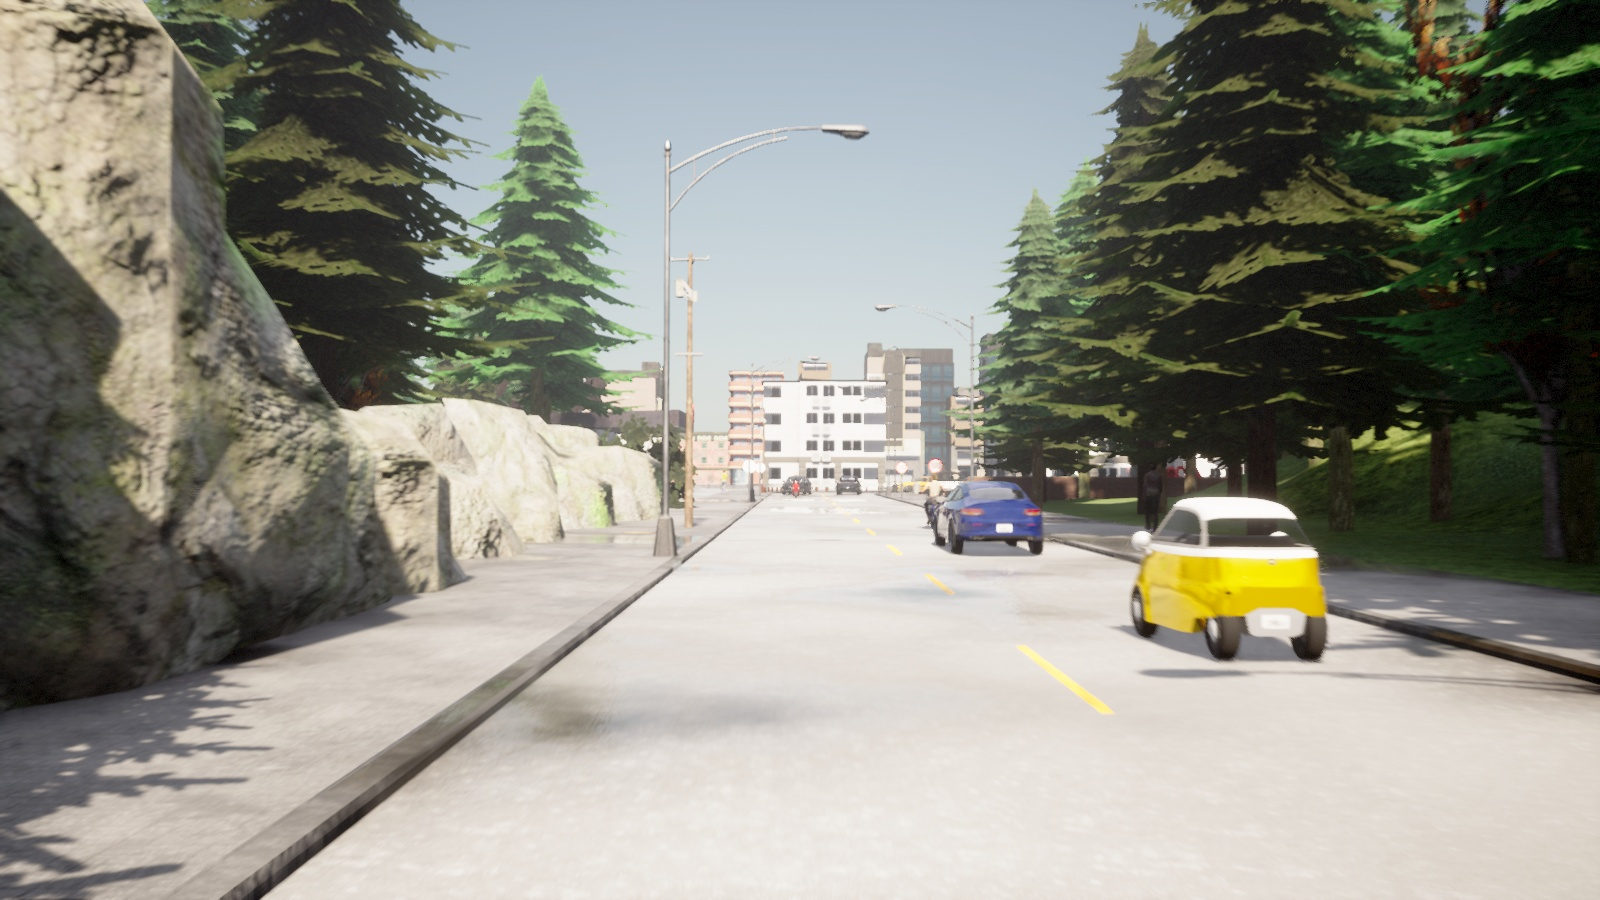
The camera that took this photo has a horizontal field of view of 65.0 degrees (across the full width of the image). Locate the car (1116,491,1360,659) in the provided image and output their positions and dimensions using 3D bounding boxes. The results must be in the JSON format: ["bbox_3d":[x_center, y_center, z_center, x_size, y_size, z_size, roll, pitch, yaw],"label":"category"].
[{"bbox_3d":[3.970,1.089,11.695,1.481,1.376,2.207,0,-1,0],"label":"car"}]

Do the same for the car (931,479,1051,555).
[{"bbox_3d":[3.933,1.353,26.565,1.812,1.442,4.674,0,-1,0],"label":"car"}]

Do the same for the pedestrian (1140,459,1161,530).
[{"bbox_3d":[9.050,1.131,32.420,0.328,1.805,0.869,0,-1,3],"label":"pedestrian"}]

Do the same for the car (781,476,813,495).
[{"bbox_3d":[-0.212,2.761,98.308,1.837,1.490,4.892,-1,-1,8],"label":"car"}]

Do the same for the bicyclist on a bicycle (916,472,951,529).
[{"bbox_3d":[3.902,1.464,36.722,0.866,1.612,1.509,0,-1,0],"label":"bicyclist on a bicycle"}]
